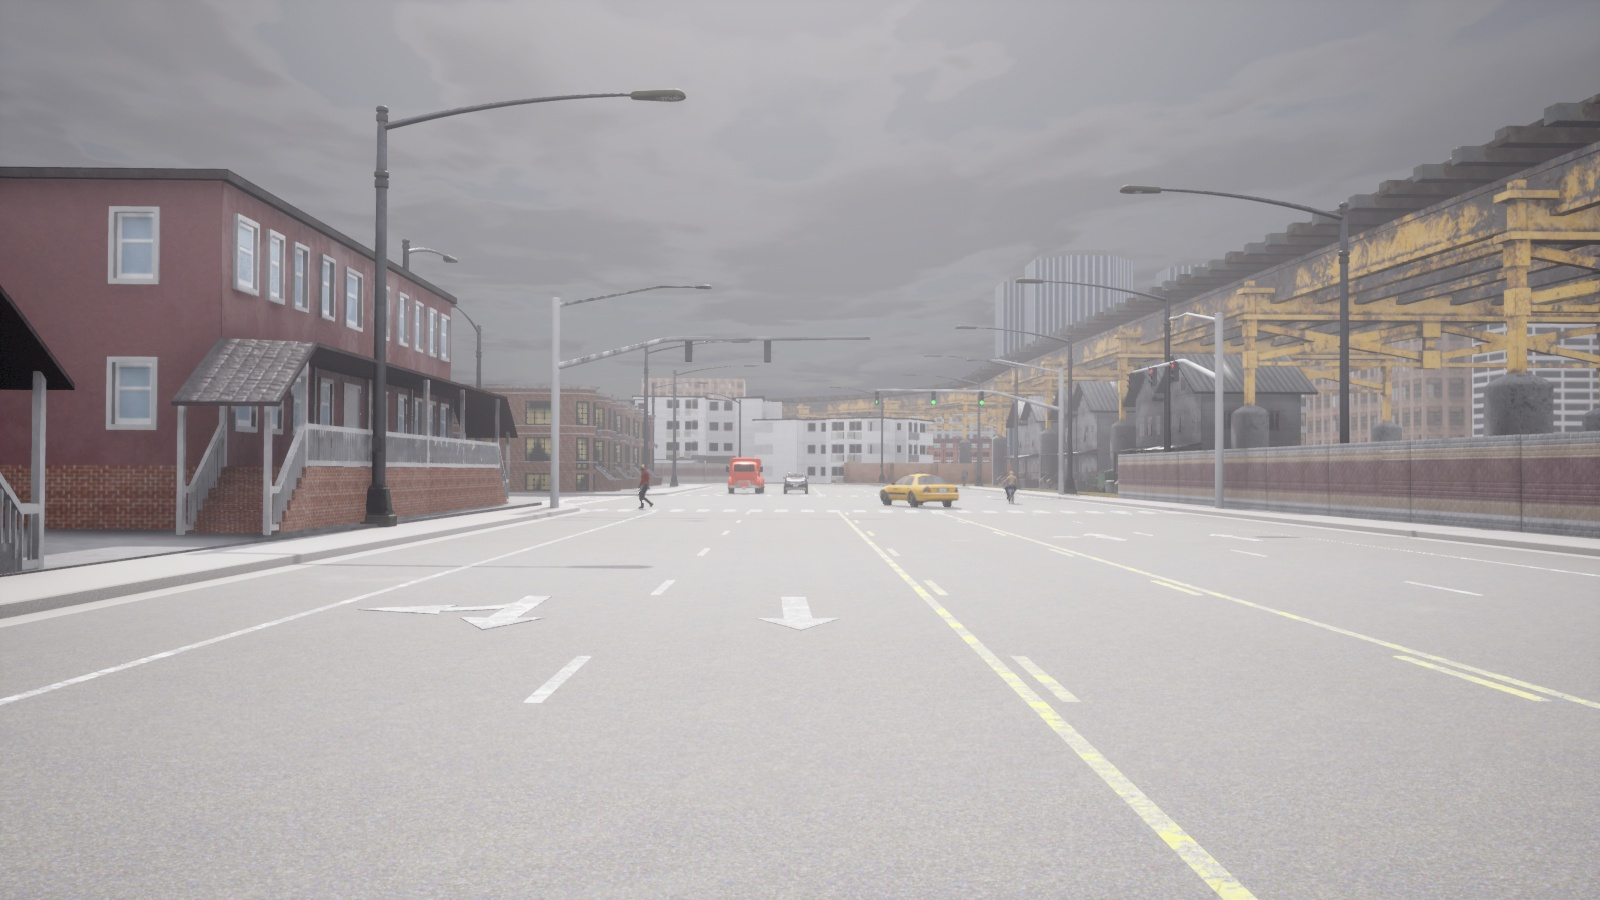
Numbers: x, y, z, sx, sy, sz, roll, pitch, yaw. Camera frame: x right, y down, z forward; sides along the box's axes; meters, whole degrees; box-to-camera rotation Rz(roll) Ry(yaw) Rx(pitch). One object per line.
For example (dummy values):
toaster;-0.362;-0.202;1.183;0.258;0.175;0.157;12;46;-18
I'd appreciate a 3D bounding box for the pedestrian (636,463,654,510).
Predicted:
pedestrian;-6.117;1.455;49.602;0.636;1.846;0.331;0;-1;8

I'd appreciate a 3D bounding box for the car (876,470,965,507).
car;5.244;1.660;55.338;1.801;1.575;5.366;0;-1;-19

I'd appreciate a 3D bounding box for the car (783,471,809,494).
car;-0.259;2.240;86.340;1.789;1.549;3.705;0;-1;0

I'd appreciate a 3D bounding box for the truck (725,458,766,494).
truck;-3.769;1.805;87.320;2.627;2.467;5.204;0;-1;0
